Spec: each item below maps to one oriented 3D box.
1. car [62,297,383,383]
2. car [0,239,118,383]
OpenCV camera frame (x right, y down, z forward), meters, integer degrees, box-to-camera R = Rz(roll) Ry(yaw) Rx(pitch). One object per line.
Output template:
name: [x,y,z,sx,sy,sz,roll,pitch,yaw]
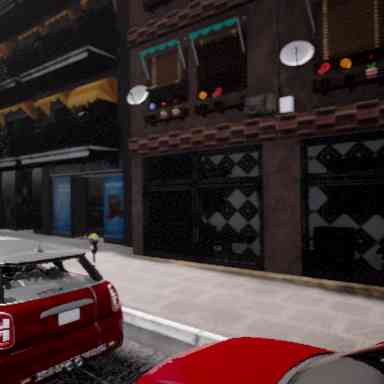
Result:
car: [1.535,1.547,1.649,4.507,1.381,1.887,0,-1,36]
car: [-2.962,1.418,4.870,4.097,1.590,1.967,0,-1,36]
